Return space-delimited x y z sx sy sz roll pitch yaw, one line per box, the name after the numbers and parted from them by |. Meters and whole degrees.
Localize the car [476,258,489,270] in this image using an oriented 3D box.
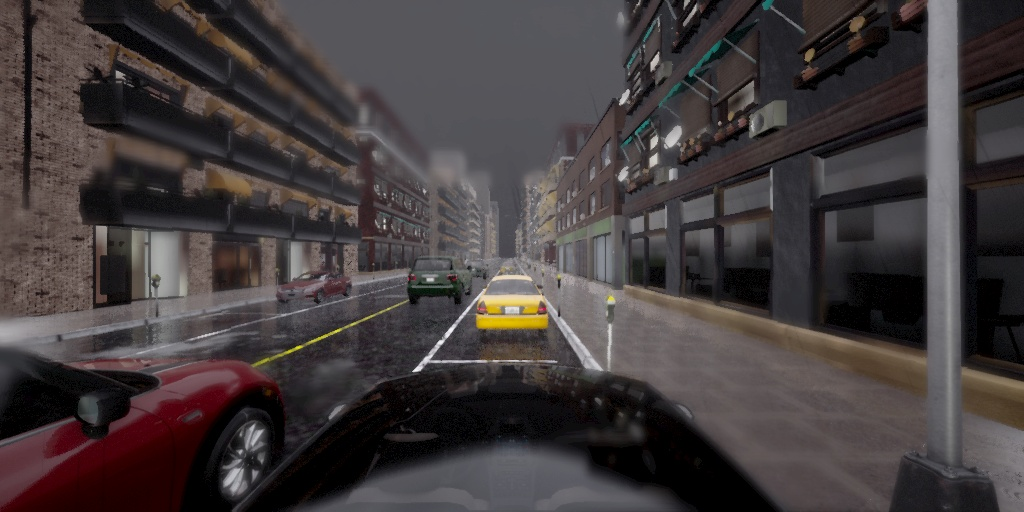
-3.145 1.117 31.434 2.097 1.767 4.553 0 0 0 | car

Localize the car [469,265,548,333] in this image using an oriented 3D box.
0.005 1.207 10.689 1.801 1.575 5.366 0 0 0 | car

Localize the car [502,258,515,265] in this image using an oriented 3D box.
-0.456 1.274 39.173 1.751 1.417 4.829 0 0 0 | car

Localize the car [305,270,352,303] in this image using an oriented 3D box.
-8.837 1.332 16.462 1.802 1.307 4.207 0 0 0 | car

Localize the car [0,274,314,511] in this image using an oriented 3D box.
-3.145 1.101 1.470 2.097 1.767 4.553 0 0 0 | car

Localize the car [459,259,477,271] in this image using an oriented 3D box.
-6.146 1.260 50.464 1.882 1.535 5.008 0 0 0 | car

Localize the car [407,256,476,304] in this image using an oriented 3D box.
-3.145 1.009 16.494 2.150 2.045 5.566 0 0 0 | car
